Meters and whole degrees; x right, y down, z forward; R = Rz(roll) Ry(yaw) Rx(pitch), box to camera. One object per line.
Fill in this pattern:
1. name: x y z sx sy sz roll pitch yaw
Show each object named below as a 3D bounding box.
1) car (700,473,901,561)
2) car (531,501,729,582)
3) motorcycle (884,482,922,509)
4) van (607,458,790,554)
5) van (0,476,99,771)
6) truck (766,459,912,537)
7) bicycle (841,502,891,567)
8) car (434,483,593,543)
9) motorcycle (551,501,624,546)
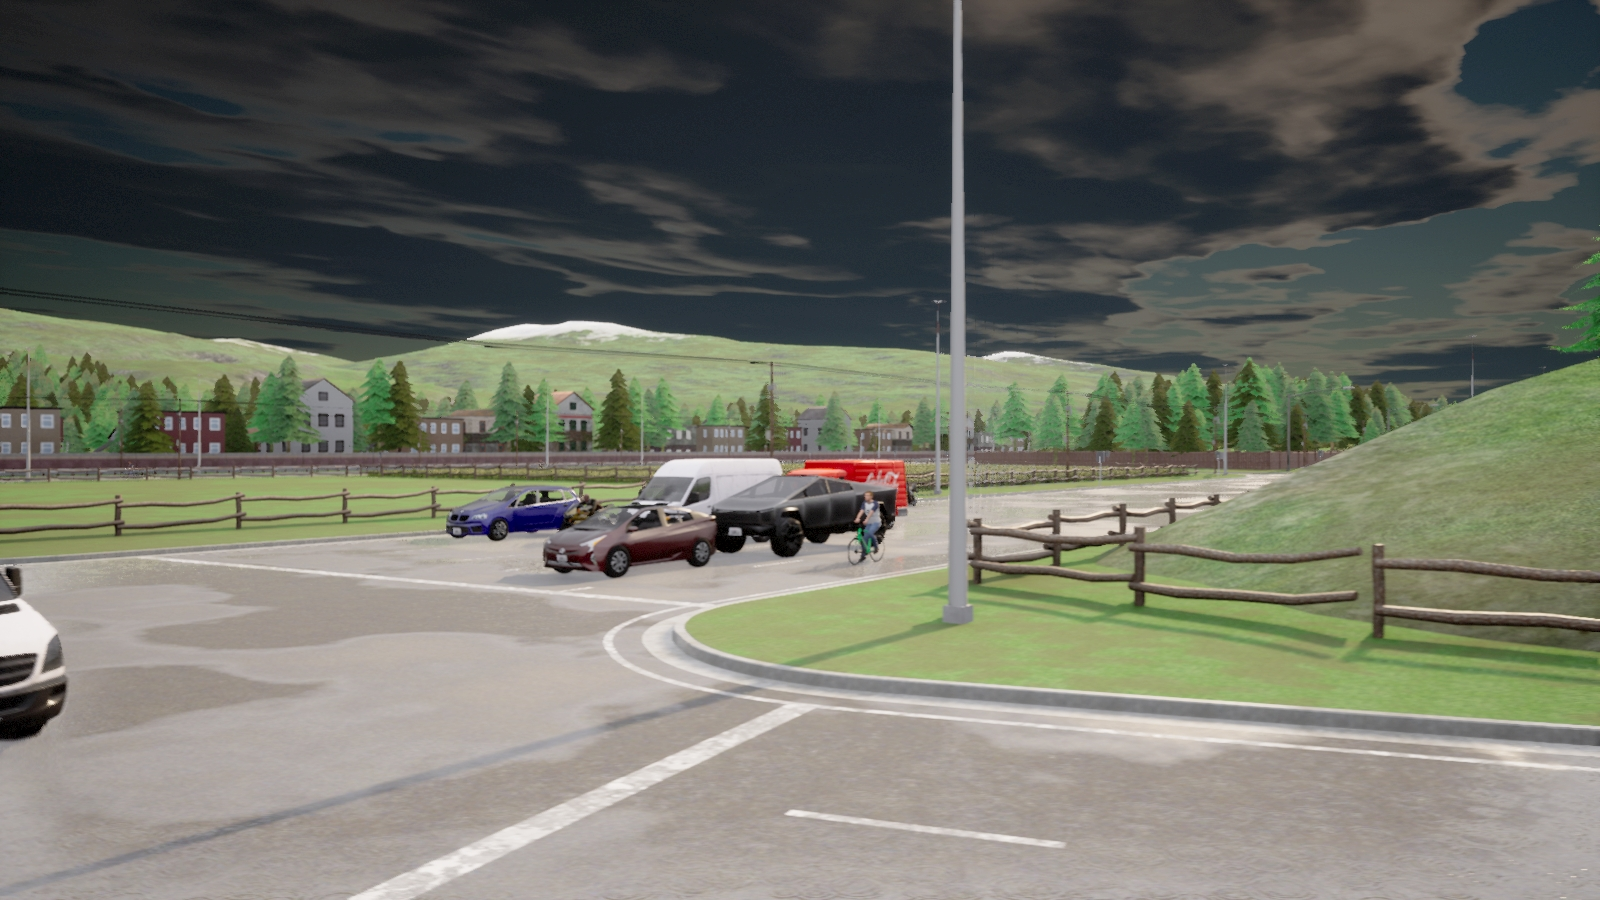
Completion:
1. car: 0.176 1.769 32.215 2.390 2.098 6.274 0 0 37
2. car: -3.878 2.056 26.782 2.007 1.525 4.514 0 0 36
3. motorcycle: 5.079 2.226 56.247 0.867 1.251 2.209 0 0 37
4. van: -2.874 1.553 33.991 1.988 2.561 5.915 0 0 37
5. van: -9.752 1.549 11.222 5.915 2.561 1.988 0 0 26
6. truck: 1.457 1.583 39.925 2.627 2.467 5.204 0 0 36
7. bicycle: 1.646 2.068 28.339 0.373 1.496 1.643 0 0 37
8. car: -9.233 1.993 37.167 2.242 1.667 4.611 0 0 37
9. motorcycle: -6.490 2.227 34.992 0.867 1.251 2.209 0 0 37
